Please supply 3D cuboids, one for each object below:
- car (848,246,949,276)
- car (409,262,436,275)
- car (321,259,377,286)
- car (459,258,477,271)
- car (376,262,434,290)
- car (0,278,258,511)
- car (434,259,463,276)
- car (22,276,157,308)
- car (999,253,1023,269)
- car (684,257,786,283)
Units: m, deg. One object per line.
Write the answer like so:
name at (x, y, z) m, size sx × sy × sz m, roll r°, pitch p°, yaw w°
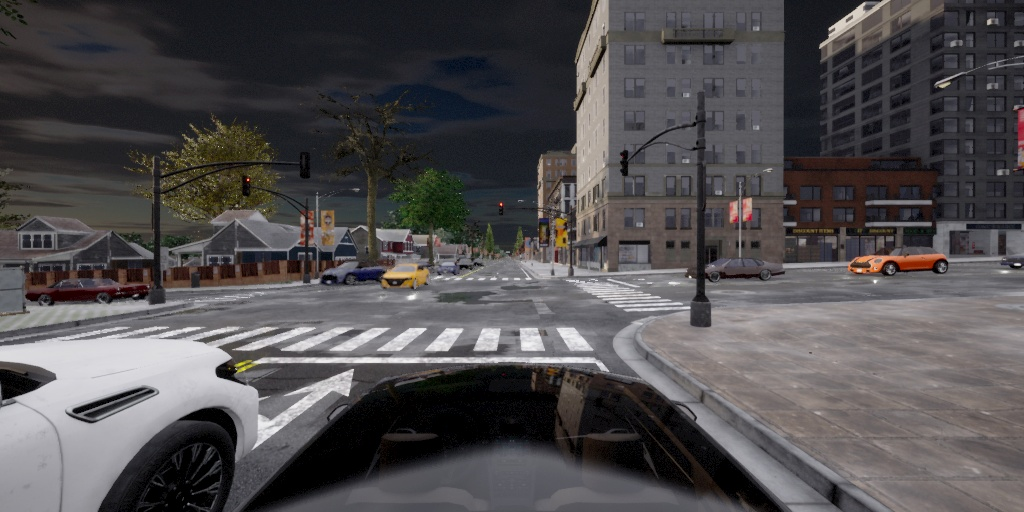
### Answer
car at (23.428, 0.218, 21.902) m, size 4.553 × 1.767 × 2.097 m, roll -2°, pitch 0°, yaw 0°
car at (-9.880, 1.334, 39.785) m, size 1.994 × 1.385 × 4.181 m, roll 0°, pitch 0°, yaw 0°
car at (-11.203, 1.114, 25.504) m, size 2.097 × 1.767 × 4.553 m, roll -1°, pitch 0°, yaw 20°
car at (-6.635, 1.142, 51.106) m, size 2.097 × 1.767 × 4.553 m, roll 0°, pitch 0°, yaw 0°
car at (-6.612, 1.239, 22.735) m, size 1.882 × 1.535 × 5.008 m, roll 0°, pitch 0°, yaw 0°
car at (-3.146, 0.972, 0.537) m, size 2.150 × 2.045 × 5.566 m, roll 0°, pitch 0°, yaw 0°
car at (-6.631, 1.293, 37.710) m, size 1.812 × 1.442 × 4.674 m, roll 0°, pitch 0°, yaw -1°
car at (-21.637, 1.806, 18.517) m, size 4.718 × 1.301 × 1.895 m, roll -2°, pitch 0°, yaw 0°
car at (33.568, 0.038, 21.934) m, size 5.357 × 1.411 × 2.033 m, roll -2°, pitch 0°, yaw 0°
car at (13.509, 0.793, 21.871) m, size 5.357 × 1.411 × 2.033 m, roll -2°, pitch 0°, yaw 0°
